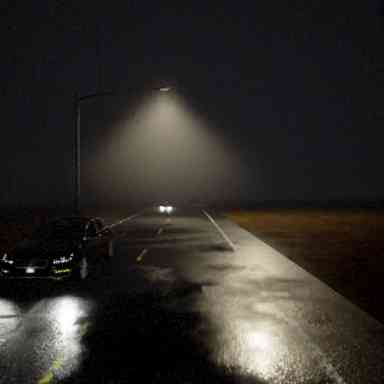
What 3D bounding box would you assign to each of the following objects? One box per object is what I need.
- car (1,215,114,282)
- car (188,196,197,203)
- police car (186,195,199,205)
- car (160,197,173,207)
[{"bbox_3d":[-3.629,1.507,9.871,1.837,1.490,4.892,0,0,0],"label":"car"},{"bbox_3d":[0.087,1.583,72.308,1.837,1.490,4.892,0,0,-1],"label":"car"},{"bbox_3d":[0.328,1.485,62.411,1.930,1.638,5.238,0,0,-1],"label":"police car"},{"bbox_3d":[-4.101,1.537,53.397,2.128,1.511,4.902,0,0,-1],"label":"car"}]
